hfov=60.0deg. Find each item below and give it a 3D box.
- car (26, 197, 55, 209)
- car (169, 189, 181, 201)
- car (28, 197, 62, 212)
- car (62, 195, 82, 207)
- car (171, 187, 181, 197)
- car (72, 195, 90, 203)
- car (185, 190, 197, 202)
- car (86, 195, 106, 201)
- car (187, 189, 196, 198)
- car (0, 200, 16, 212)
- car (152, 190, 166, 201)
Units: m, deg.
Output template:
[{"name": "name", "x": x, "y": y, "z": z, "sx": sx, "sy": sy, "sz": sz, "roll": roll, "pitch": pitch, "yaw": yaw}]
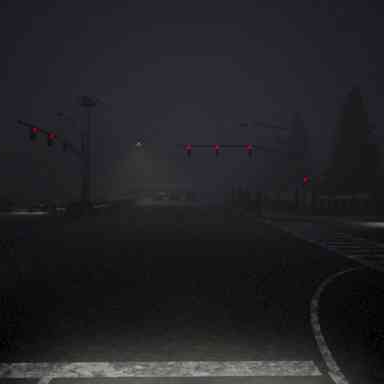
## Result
[{"name": "car", "x": -21.107, "y": 1.478, "z": 46.572, "sx": 1.882, "sy": 1.535, "sz": 5.008, "roll": 0, "pitch": 0, "yaw": 0}, {"name": "car", "x": -3.516, "y": 0.832, "z": 68.423, "sx": 2.097, "sy": 1.767, "sz": 4.553, "roll": 0, "pitch": 4, "yaw": 0}, {"name": "car", "x": -17.602, "y": 1.526, "z": 39.461, "sx": 1.812, "sy": 1.442, "sz": 4.674, "roll": 0, "pitch": 0, "yaw": 0}, {"name": "car", "x": -17.612, "y": 1.526, "z": 48.402, "sx": 1.812, "sy": 1.442, "sz": 4.674, "roll": 0, "pitch": 0, "yaw": 0}, {"name": "car", "x": -3.671, "y": 0.014, "z": 78.338, "sx": 2.097, "sy": 1.767, "sz": 4.553, "roll": 0, "pitch": 7, "yaw": 0}, {"name": "car", "x": -21.108, "y": 1.304, "z": 63.518, "sx": 1.994, "sy": 1.385, "sz": 4.181, "roll": 0, "pitch": 3, "yaw": 0}, {"name": "car", "x": -0.108, "y": 0.788, "z": 67.005, "sx": 2.150, "sy": 2.045, "sz": 5.566, "roll": 0, "pitch": 3, "yaw": 0}, {"name": "car", "x": -17.618, "y": 1.331, "z": 62.484, "sx": 2.033, "sy": 1.411, "sz": 5.357, "roll": 0, "pitch": 2, "yaw": 0}, {"name": "car", "x": -0.166, "y": 0.296, "z": 77.430, "sx": 2.033, "sy": 1.411, "sz": 5.357, "roll": 0, "pitch": 7, "yaw": 0}, {"name": "car", "x": -21.102, "y": 1.547, "z": 35.901, "sx": 2.033, "sy": 1.411, "sz": 5.357, "roll": 0, "pitch": 0, "yaw": 0}, {"name": "car", "x": -7.018, "y": 1.033, "z": 68.602, "sx": 1.994, "sy": 1.385, "sz": 4.181, "roll": 0, "pitch": 4, "yaw": 0}]
